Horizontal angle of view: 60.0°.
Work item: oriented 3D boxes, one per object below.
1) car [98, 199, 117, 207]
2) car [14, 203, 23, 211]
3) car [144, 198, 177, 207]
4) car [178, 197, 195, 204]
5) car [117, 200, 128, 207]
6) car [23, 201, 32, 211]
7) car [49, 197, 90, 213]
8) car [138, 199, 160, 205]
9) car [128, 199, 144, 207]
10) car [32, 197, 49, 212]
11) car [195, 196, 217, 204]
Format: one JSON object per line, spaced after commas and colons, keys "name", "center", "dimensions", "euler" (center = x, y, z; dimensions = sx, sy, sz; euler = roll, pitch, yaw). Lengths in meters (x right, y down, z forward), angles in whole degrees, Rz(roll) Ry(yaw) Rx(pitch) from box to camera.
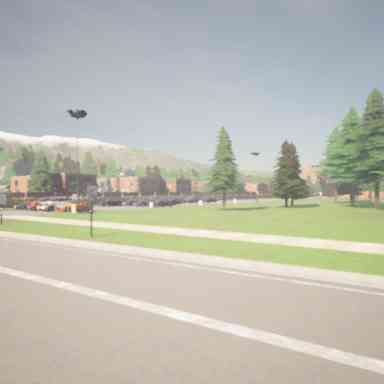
{"name": "car", "center": [-15.484, 2.027, 62.916], "dimensions": [1.882, 1.535, 5.008], "euler": [-1, -1, 35]}
{"name": "car", "center": [-24.358, 2.040, 50.327], "dimensions": [2.128, 1.511, 4.902], "euler": [-1, 0, 35]}
{"name": "car", "center": [-5.495, 1.980, 58.971], "dimensions": [2.033, 1.411, 5.357], "euler": [-1, 0, 35]}
{"name": "car", "center": [-0.114, 1.864, 72.668], "dimensions": [2.033, 1.411, 5.357], "euler": [-1, 0, 35]}
{"name": "car", "center": [-11.158, 2.004, 63.010], "dimensions": [2.128, 1.511, 4.902], "euler": [-1, -1, 35]}
{"name": "car", "center": [-21.177, 1.731, 48.782], "dimensions": [2.150, 2.045, 5.566], "euler": [-1, 0, 35]}
{"name": "car", "center": [-15.923, 1.783, 44.080], "dimensions": [2.097, 1.767, 4.553], "euler": [-1, 0, 35]}
{"name": "car", "center": [-9.207, 2.144, 71.867], "dimensions": [1.895, 1.301, 4.718], "euler": [-1, 0, 35]}
{"name": "car", "center": [-8.836, 1.997, 60.290], "dimensions": [1.812, 1.442, 4.674], "euler": [-1, -1, 35]}
{"name": "car", "center": [-18.628, 1.691, 46.321], "dimensions": [2.150, 2.045, 5.566], "euler": [-1, 0, 35]}
{"name": "car", "center": [3.487, 1.705, 71.715], "dimensions": [2.128, 1.511, 4.902], "euler": [-1, 0, 35]}
